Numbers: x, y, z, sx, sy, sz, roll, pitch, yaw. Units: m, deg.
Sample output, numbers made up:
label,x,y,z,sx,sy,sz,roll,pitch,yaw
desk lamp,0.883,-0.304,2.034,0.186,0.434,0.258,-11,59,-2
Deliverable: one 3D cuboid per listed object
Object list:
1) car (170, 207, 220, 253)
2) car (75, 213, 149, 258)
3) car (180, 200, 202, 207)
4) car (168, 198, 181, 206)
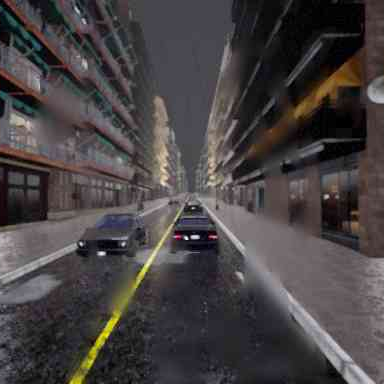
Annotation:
label,x,y,z,sx,sy,sz,roll,pitch,yaw
car,0.103,1.557,13.651,2.033,1.411,5.357,0,0,0
car,-2.849,1.556,13.124,2.033,1.411,5.357,0,0,0
car,0.107,1.567,34.811,1.994,1.385,4.181,0,0,0
car,-2.813,1.583,53.097,1.895,1.301,4.718,0,0,0
